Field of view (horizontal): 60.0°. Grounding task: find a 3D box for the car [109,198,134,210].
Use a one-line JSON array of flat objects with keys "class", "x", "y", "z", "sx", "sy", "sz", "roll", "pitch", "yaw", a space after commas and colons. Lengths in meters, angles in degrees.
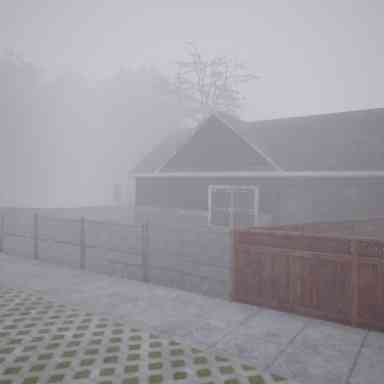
[{"class": "car", "x": -7.161, "y": 1.439, "z": 37.104, "sx": 1.837, "sy": 1.490, "sz": 4.892, "roll": 2, "pitch": 2, "yaw": 35}]
